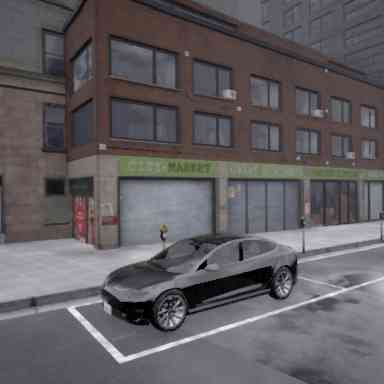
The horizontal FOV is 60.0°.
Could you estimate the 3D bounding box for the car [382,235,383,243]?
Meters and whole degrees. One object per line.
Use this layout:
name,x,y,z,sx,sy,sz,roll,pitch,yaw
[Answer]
car,9.321,1.519,13.192,4.829,1.417,1.752,0,-1,-35

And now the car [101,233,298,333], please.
car,0.365,1.564,6.803,4.313,1.339,1.947,0,-1,-35
